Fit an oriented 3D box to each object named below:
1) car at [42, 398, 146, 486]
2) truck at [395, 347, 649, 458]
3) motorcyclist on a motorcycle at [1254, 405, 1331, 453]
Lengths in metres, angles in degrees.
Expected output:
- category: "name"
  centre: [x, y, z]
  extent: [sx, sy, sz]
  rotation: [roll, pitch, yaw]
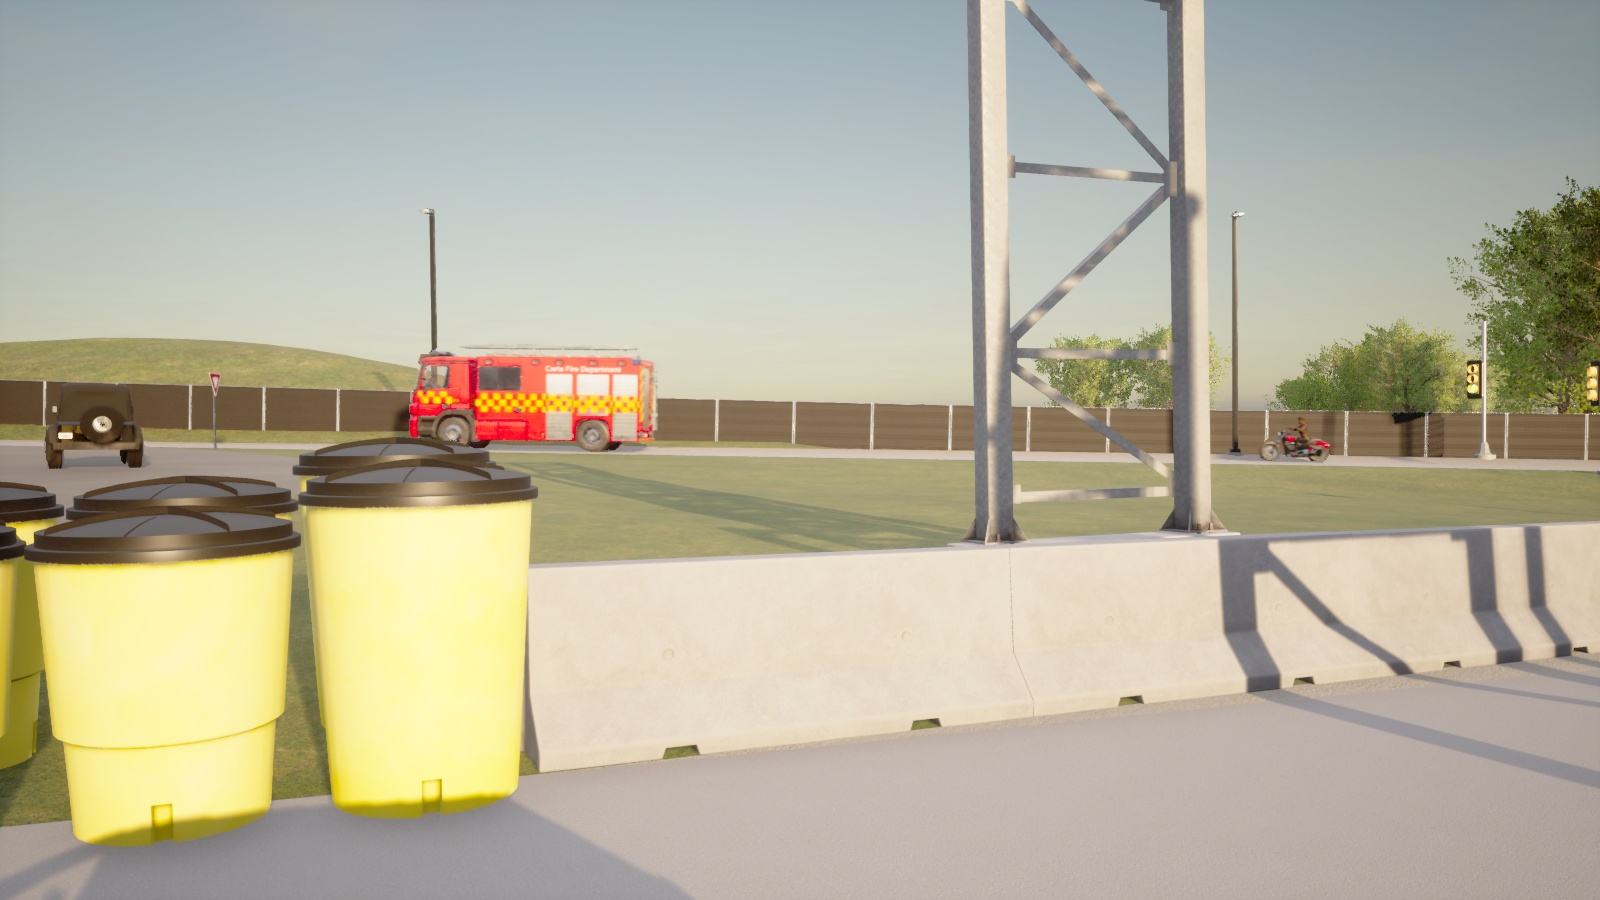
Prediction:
- category: "car"
  centre: [-16.457, -0.226, 29.193]
  extent: [1.905, 1.878, 3.866]
  rotation: [-2, 2, -32]
- category: "truck"
  centre: [-9.970, -1.680, 45.605]
  extent: [8.468, 3.827, 2.891]
  rotation: [0, 2, 4]
- category: "motorcyclist on a motorcycle"
  centre: [17.138, -0.727, 43.736]
  extent: [2.350, 1.649, 0.766]
  rotation: [0, 2, 4]
